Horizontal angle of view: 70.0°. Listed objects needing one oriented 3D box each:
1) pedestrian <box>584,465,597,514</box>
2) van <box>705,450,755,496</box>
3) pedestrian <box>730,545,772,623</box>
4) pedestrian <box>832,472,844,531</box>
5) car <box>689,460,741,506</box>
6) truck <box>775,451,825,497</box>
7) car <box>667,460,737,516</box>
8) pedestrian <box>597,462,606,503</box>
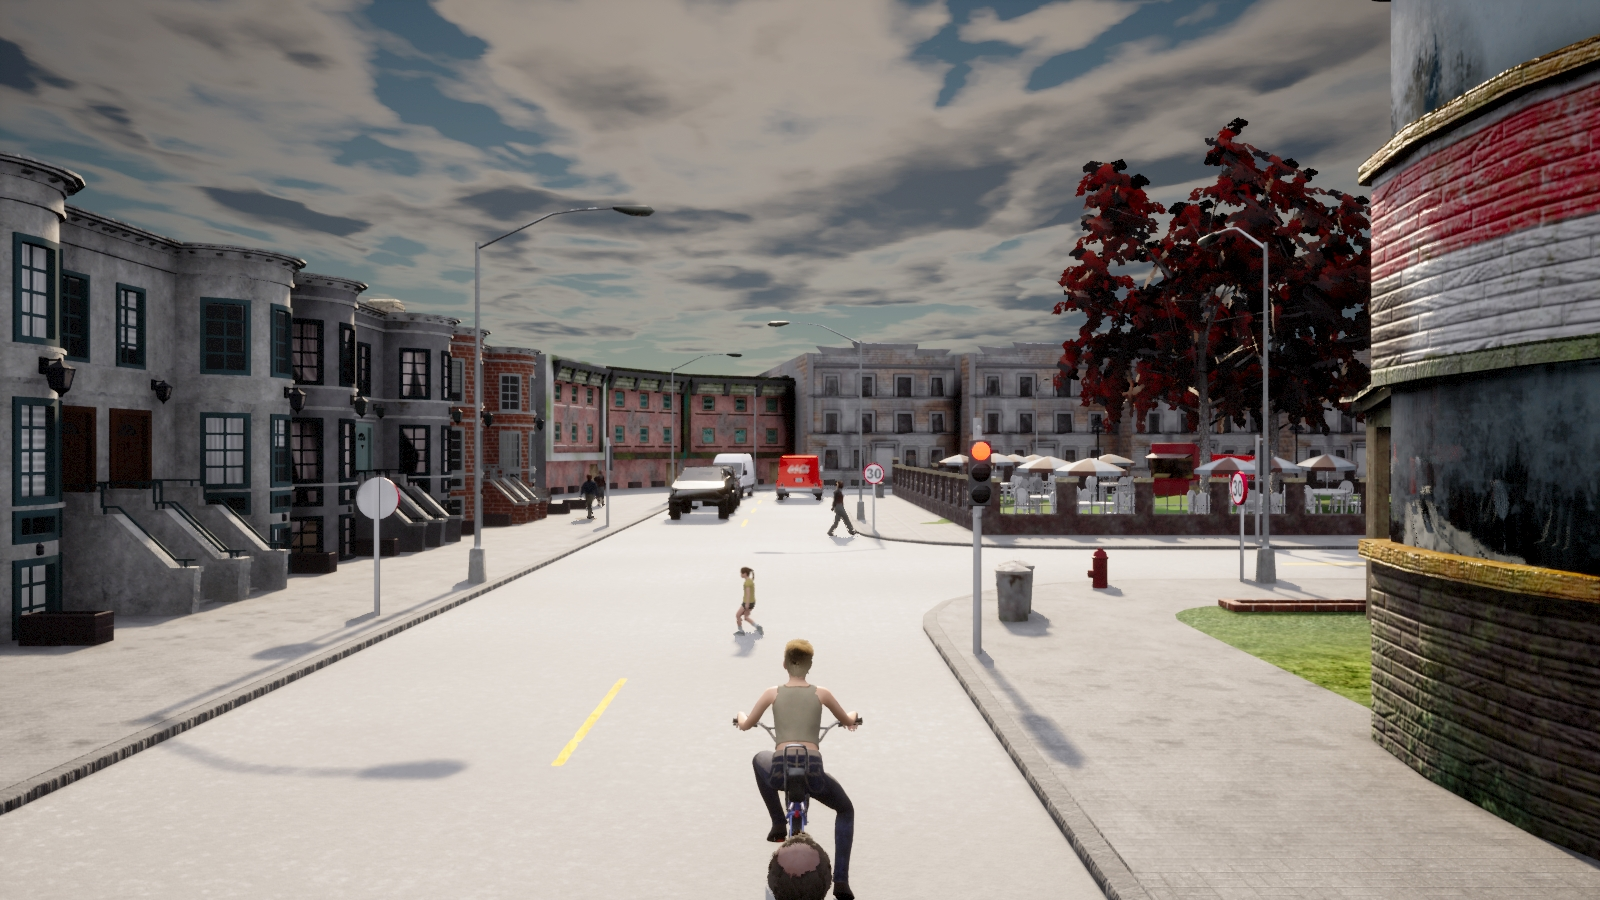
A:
[{"bbox_3d":[-8.003,1.507,43.637,0.375,1.860,0.375,0,0,8],"label":"pedestrian"},{"bbox_3d":[-4.016,1.288,66.883,1.988,2.561,5.915,0,0,6],"label":"van"},{"bbox_3d":[-0.729,2.001,17.181,0.500,1.100,0.500,0,0,15],"label":"pedestrian"},{"bbox_3d":[1.207,1.614,36.100,0.375,1.860,0.375,0,0,4],"label":"pedestrian"},{"bbox_3d":[-4.051,1.538,55.431,2.150,2.045,5.566,0,0,0],"label":"car"},{"bbox_3d":[0.056,1.322,65.231,2.627,2.467,5.204,0,0,2],"label":"truck"},{"bbox_3d":[-3.997,1.515,47.708,2.390,2.098,6.274,0,0,0],"label":"car"},{"bbox_3d":[-9.248,1.504,53.226,0.375,1.860,0.375,0,0,-24],"label":"pedestrian"}]
